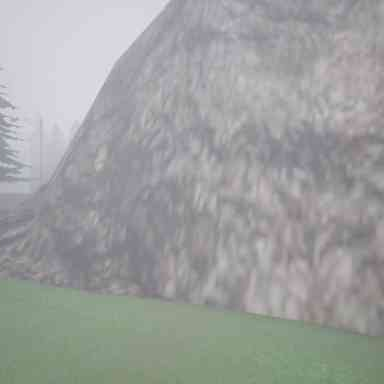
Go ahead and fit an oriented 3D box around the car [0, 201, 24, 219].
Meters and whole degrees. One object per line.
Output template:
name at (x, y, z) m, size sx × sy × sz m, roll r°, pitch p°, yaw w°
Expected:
car at (-16.070, 1.505, 26.667) m, size 2.128 × 1.511 × 4.902 m, roll 0°, pitch 0°, yaw 29°
